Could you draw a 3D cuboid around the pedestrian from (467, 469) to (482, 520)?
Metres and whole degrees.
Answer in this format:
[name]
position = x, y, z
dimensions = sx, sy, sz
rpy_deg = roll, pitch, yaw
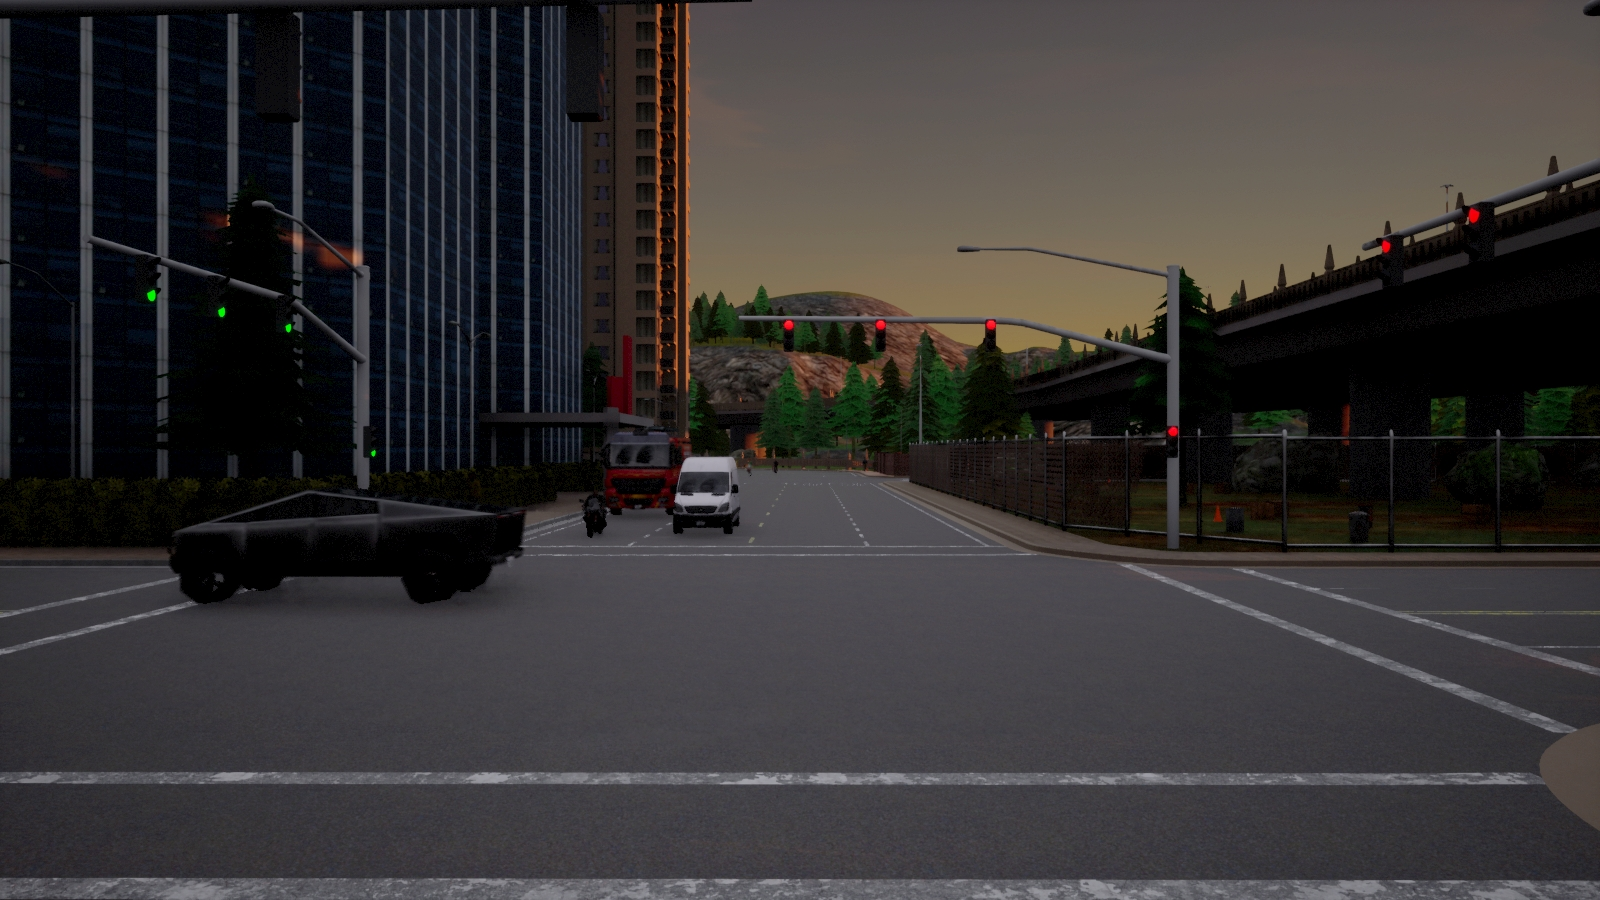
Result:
[pedestrian]
position = -12.030, 1.642, 42.234
dimensions = 0.375, 1.860, 0.375
rpy_deg = 0, 0, 14

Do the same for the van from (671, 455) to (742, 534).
[van]
position = -3.226, 1.479, 40.346
dimensions = 1.988, 2.561, 5.915
rpy_deg = 0, 0, 0

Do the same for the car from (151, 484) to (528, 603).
[car]
position = -8.632, 1.731, 21.910
dimensions = 6.274, 2.098, 2.390
rpy_deg = 0, 0, 0

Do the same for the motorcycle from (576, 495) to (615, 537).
[motorcycle]
position = -6.735, 2.150, 37.693
dimensions = 0.867, 1.251, 2.209
rpy_deg = 0, 0, 0

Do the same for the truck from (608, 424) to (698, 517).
[truck]
position = -6.396, 0.835, 51.168
dimensions = 2.891, 3.827, 8.468
rpy_deg = 0, 0, 0
